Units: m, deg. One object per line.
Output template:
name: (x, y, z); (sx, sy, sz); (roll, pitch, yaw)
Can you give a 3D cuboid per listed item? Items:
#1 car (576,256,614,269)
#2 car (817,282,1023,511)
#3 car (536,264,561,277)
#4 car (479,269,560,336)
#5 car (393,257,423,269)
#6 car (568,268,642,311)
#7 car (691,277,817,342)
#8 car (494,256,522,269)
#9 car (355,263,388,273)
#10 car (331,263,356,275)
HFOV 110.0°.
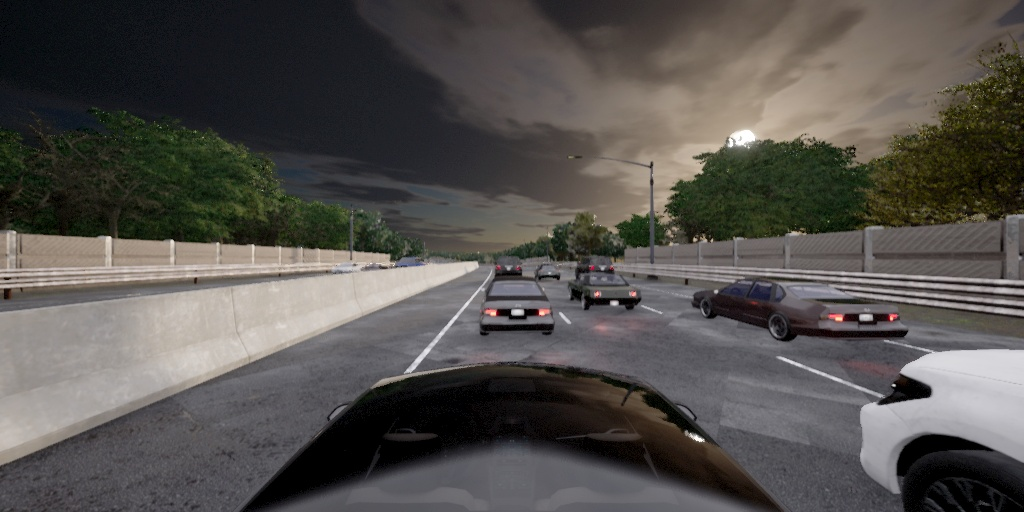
car: (6.689, 1.063, 29.419); (2.150, 2.045, 5.566); (0, -1, -1)
car: (3.592, 0.976, 0.148); (2.150, 2.045, 5.566); (0, 0, 0)
car: (3.110, 1.430, 32.093); (1.994, 1.385, 4.181); (0, -1, -2)
car: (0.053, 1.284, 10.355); (2.033, 1.411, 5.357); (0, 0, -2)
car: (-11.322, 1.158, 39.475); (2.150, 2.045, 5.566); (0, -1, -2)
car: (3.484, 1.341, 14.502); (1.895, 1.301, 4.718); (0, 0, -1)
car: (7.051, 1.285, 9.721); (2.033, 1.411, 5.357); (0, 0, -2)
car: (-0.314, 1.065, 29.447); (2.150, 2.045, 5.566); (0, -1, -1)
car: (-14.800, 1.494, 38.732); (1.994, 1.385, 4.181); (0, -1, -2)
car: (-18.347, 1.469, 40.039); (1.812, 1.442, 4.674); (0, -1, -2)
